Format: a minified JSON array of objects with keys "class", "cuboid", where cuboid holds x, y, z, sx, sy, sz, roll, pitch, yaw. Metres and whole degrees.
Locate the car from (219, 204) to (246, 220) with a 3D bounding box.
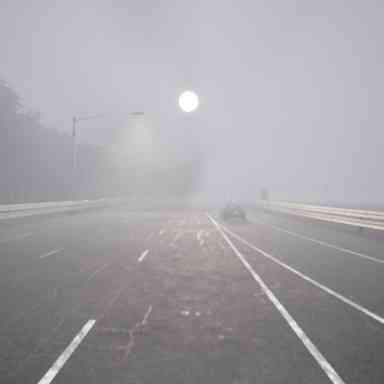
[{"class":"car","cuboid":[3.581,1.748,29.942,1.994,1.385,4.181,0,0,-2]}]
